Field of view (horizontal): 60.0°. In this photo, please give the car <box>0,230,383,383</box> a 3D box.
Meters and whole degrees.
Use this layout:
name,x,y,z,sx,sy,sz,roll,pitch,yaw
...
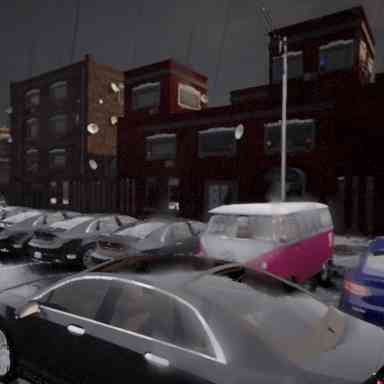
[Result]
name,x,y,z,sx,sy,sz,roll,pitch,yaw
car,-0.524,1.487,3.752,4.892,1.490,1.837,0,0,36

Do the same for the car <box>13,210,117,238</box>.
name,x,y,z,sx,sy,sz,roll,pitch,yaw
car,-2.723,1.424,10.888,2.231,1.521,4.892,0,0,35

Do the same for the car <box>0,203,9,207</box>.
name,x,y,z,sx,sy,sz,roll,pitch,yaw
car,-7.213,1.393,14.090,2.231,1.521,4.892,0,0,35

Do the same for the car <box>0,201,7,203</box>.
name,x,y,z,sx,sy,sz,roll,pitch,yaw
car,-9.471,1.251,15.670,2.185,1.767,4.553,0,0,35

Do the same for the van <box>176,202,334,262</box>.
name,x,y,z,sx,sy,sz,roll,pitch,yaw
van,1.803,1.234,7.524,1.878,1.987,4.442,0,0,36

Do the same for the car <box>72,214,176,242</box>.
name,x,y,z,sx,sy,sz,roll,pitch,yaw
car,-0.480,1.441,9.288,2.231,1.521,4.892,0,0,35

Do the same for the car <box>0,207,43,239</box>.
name,x,y,z,sx,sy,sz,roll,pitch,yaw
car,-4.968,1.407,12.489,2.231,1.521,4.892,0,0,35
